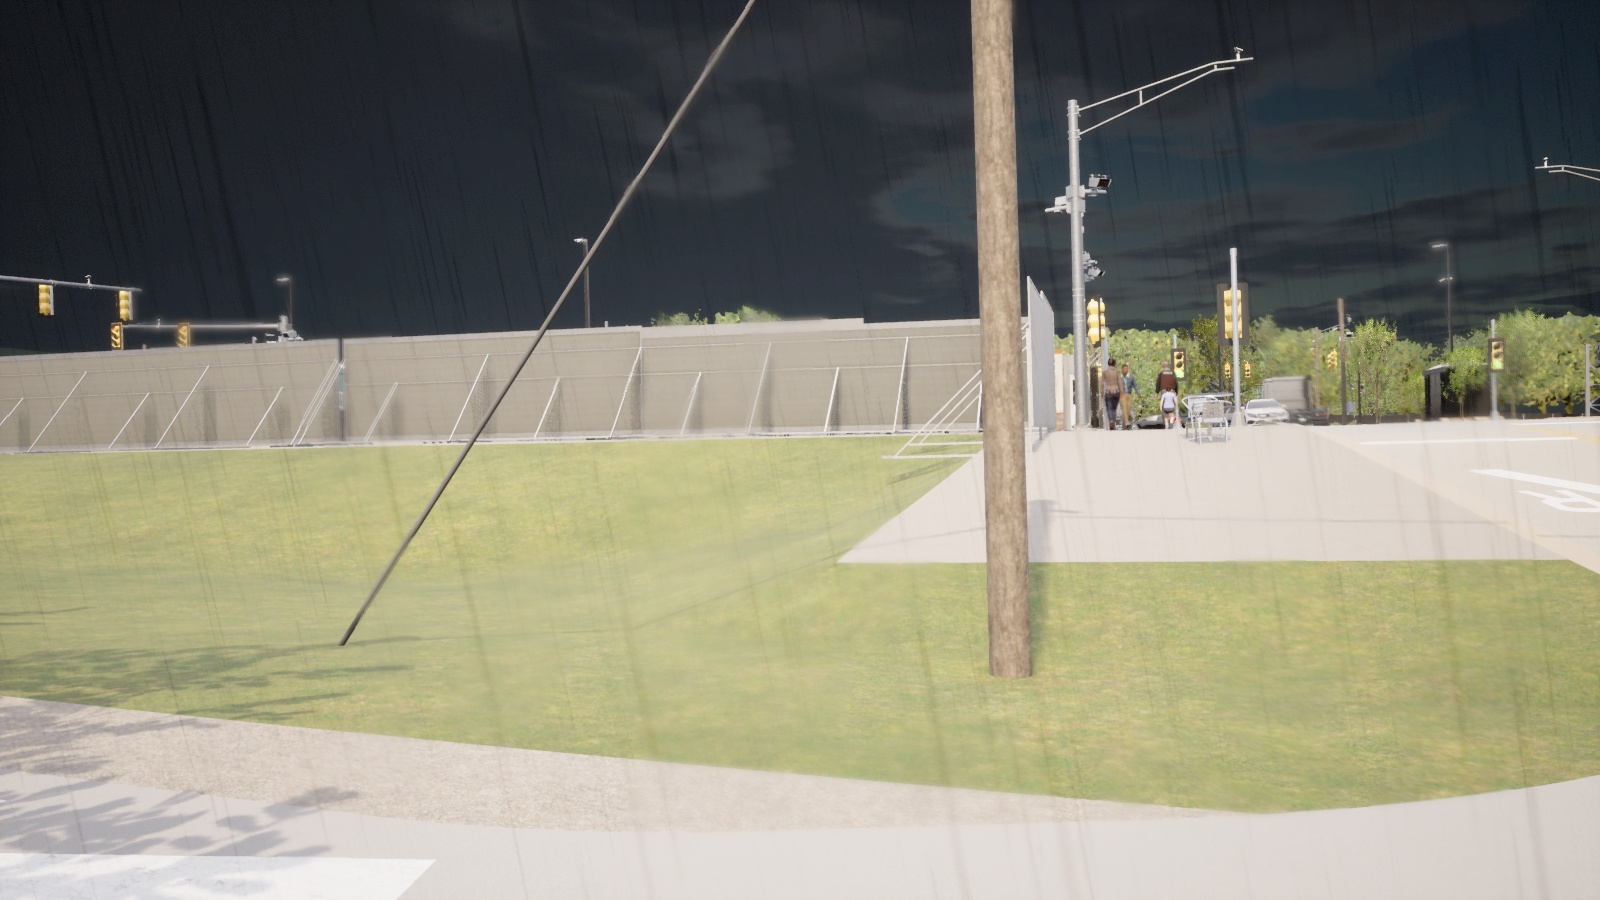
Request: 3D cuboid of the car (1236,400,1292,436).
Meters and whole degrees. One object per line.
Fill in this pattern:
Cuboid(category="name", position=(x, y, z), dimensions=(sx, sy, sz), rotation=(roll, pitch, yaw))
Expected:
Cuboid(category="car", position=(20.677, -1.396, 56.103), dimensions=(1.812, 1.442, 4.674), rotation=(-1, 0, 14))

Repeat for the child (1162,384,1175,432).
Cuboid(category="child", position=(8.651, -0.980, 29.445), dimensions=(0.255, 1.110, 0.394), rotation=(-1, 0, 18))

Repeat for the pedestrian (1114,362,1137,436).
Cuboid(category="pedestrian", position=(8.732, -1.366, 33.724), dimensions=(0.423, 1.949, 0.788), rotation=(-1, 0, 5))

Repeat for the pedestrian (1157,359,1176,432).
Cuboid(category="pedestrian", position=(9.406, -1.388, 32.260), dimensions=(0.376, 1.854, 0.720), rotation=(-1, 0, 13))

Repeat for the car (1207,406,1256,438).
Cuboid(category="car", position=(24.707, -1.590, 72.028), dimensions=(2.242, 1.667, 4.611), rotation=(-1, 0, 14))

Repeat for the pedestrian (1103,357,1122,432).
Cuboid(category="pedestrian", position=(7.673, -1.351, 30.850), dimensions=(0.328, 1.805, 0.869), rotation=(-1, 0, 9))

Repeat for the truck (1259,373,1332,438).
Cuboid(category="truck", position=(28.997, -2.507, 73.825), dimensions=(2.891, 3.462, 7.936), rotation=(-1, 0, 14))
